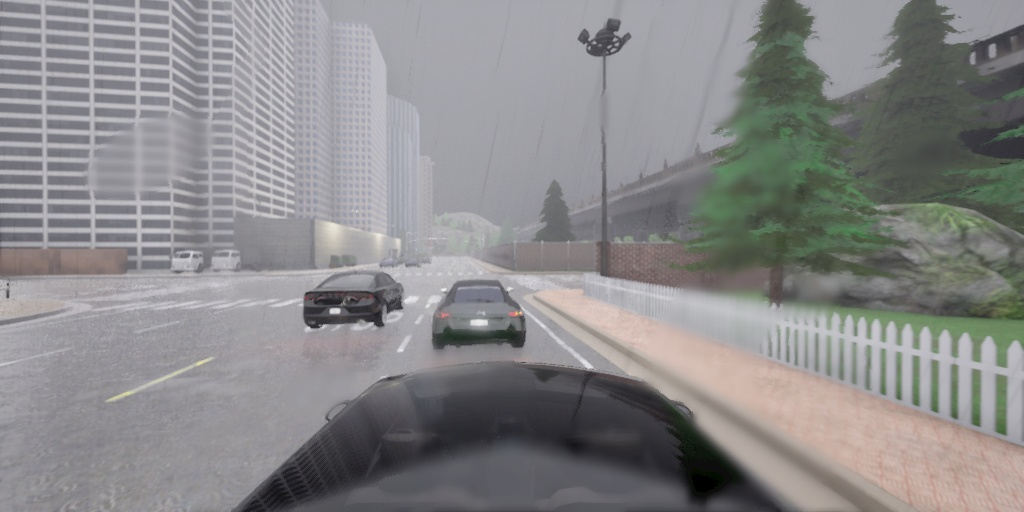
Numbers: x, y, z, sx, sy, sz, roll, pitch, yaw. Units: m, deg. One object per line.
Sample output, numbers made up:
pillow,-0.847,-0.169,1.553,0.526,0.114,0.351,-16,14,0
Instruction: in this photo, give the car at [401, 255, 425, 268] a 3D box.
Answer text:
car,-13.971,0.973,50.910,2.033,1.411,5.357,0,0,-8

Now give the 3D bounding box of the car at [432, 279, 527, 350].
car,-0.853,1.264,8.984,1.994,1.385,4.181,0,0,-7

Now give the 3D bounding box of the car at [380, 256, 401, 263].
car,-17.509,0.956,50.947,1.812,1.442,4.674,0,0,-8

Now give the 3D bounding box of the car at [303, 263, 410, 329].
car,-4.608,1.168,11.144,1.882,1.535,5.008,0,0,-7
